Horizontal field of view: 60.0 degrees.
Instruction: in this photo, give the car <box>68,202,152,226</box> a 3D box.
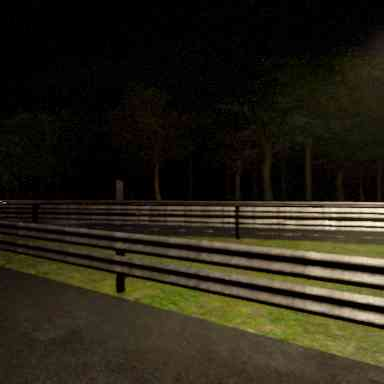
[{"bbox_3d":[-5.191,1.320,20.782,5.357,1.411,2.033,0,0,21],"label":"car"}]
